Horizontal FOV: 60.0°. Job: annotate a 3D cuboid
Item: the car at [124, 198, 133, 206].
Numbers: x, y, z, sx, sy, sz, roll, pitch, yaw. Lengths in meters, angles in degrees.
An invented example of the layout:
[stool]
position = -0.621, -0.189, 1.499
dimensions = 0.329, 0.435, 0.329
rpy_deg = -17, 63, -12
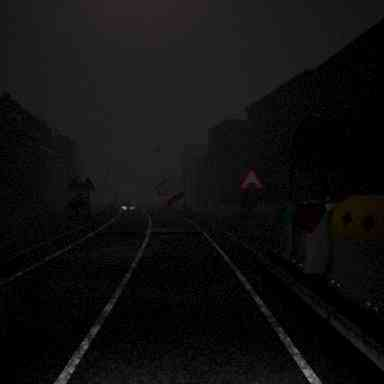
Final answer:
[car]
position = -14.432, 2.256, 75.480
dimensions = 2.097, 1.767, 4.553
rpy_deg = 0, 0, -12

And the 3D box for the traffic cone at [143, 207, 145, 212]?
[traffic cone]
position = -6.080, 2.323, 43.391
dimensions = 0.340, 0.580, 0.340
rpy_deg = -1, -2, -11

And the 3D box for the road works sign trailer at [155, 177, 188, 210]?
[road works sign trailer]
position = -2.355, 0.171, 37.872
dimensions = 2.380, 3.560, 2.880
rpy_deg = -33, -32, -8
